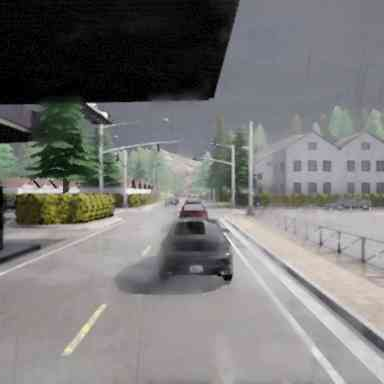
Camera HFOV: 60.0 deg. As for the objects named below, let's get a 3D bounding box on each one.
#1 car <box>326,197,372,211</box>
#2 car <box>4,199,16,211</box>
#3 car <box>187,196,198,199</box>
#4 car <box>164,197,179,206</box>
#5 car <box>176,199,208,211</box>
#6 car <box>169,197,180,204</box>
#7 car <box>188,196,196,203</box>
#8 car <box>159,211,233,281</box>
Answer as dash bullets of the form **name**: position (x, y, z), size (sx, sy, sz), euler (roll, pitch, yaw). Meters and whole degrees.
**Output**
- **car**: position (17.961, 1.354, 38.090), size (4.902, 1.511, 2.128), euler (0, 0, 0)
- **car**: position (-19.455, 1.371, 37.965), size (4.902, 1.511, 2.128), euler (1, 0, 0)
- **car**: position (0.077, 1.433, 37.969), size (1.837, 1.490, 4.892), euler (-1, 0, 0)
- **car**: position (-3.500, 1.643, 55.622), size (1.994, 1.385, 4.181), euler (0, 0, 0)
- **car**: position (0.101, 1.510, 22.830), size (1.882, 1.535, 5.008), euler (0, 0, 0)
- **car**: position (-3.500, 1.694, 65.617), size (1.895, 1.301, 4.718), euler (0, 0, 0)
- **car**: position (0.000, 1.608, 76.075), size (1.837, 1.490, 4.892), euler (0, 0, 0)
- **car**: position (0.099, 1.516, 9.859), size (1.837, 1.490, 4.892), euler (0, -1, 0)
